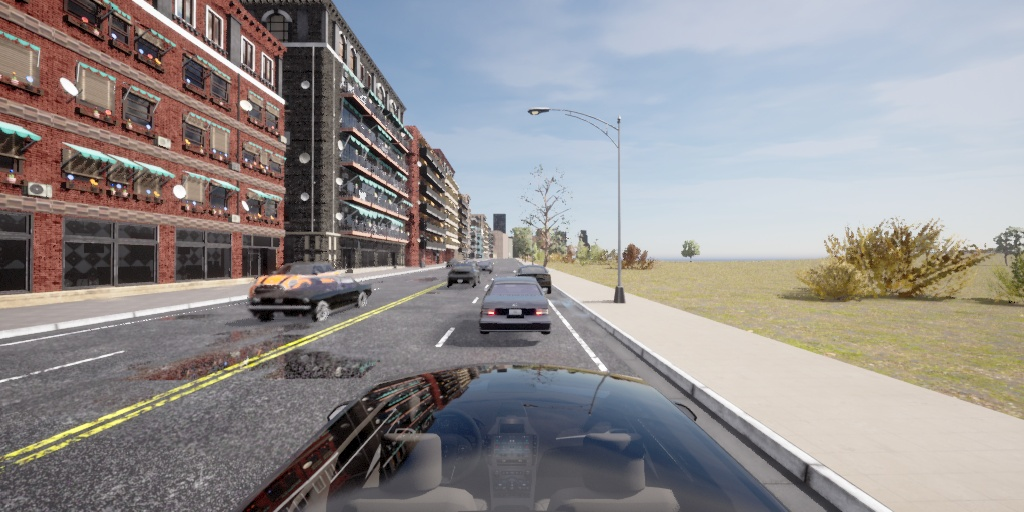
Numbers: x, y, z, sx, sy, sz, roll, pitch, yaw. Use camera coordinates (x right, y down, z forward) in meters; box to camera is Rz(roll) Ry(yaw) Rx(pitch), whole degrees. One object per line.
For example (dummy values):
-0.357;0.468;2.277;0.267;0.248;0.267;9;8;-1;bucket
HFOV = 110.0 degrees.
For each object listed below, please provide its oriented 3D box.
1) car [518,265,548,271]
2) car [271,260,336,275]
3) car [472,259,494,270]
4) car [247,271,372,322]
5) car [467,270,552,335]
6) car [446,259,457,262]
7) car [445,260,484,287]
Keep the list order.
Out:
1.115;1.230;20.306;1.882;1.535;5.008;0;0;0;car
-9.869;1.104;16.767;2.097;1.767;4.553;0;0;0;car
-3.196;1.298;42.517;2.033;1.411;5.357;0;0;0;car
-6.613;1.352;12.375;1.895;1.301;4.718;0;0;0;car
0.092;1.299;10.542;2.033;1.411;5.357;0;0;0;car
-9.894;1.256;59.899;1.837;1.490;4.892;0;0;0;car
-3.178;1.258;24.409;1.837;1.490;4.892;0;0;0;car
